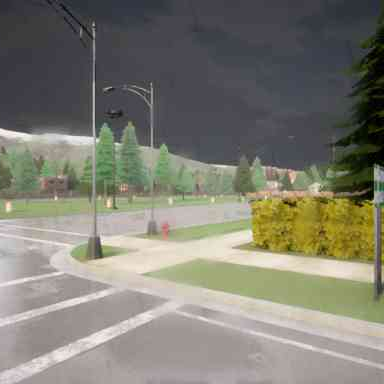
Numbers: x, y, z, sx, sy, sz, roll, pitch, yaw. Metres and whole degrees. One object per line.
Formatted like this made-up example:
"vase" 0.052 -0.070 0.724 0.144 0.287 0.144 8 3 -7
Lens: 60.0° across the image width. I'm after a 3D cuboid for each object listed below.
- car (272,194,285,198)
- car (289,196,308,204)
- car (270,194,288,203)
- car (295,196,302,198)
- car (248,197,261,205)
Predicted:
"car" 15.161 1.526 58.075 1.812 1.442 4.674 0 0 36
"car" 21.428 1.547 66.725 2.033 1.411 5.357 0 0 36
"car" 17.716 1.353 67.566 2.097 1.767 4.553 0 0 36
"car" 18.185 1.564 56.280 1.994 1.385 4.181 0 0 36
"car" 11.869 1.601 59.495 1.895 1.301 4.718 0 0 36
